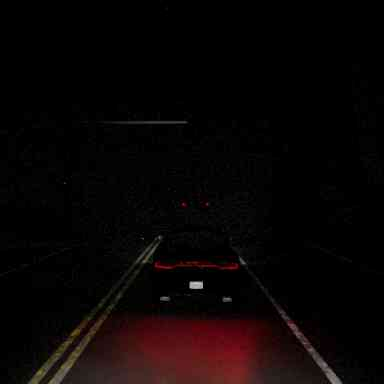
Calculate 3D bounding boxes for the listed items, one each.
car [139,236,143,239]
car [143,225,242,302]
[{"bbox_3d":[-3.587,4.381,30.061,1.837,1.490,4.892,0,-14,0],"label":"car"},{"bbox_3d":[0.084,1.594,8.582,1.882,1.535,5.008,1,-1,0],"label":"car"}]
